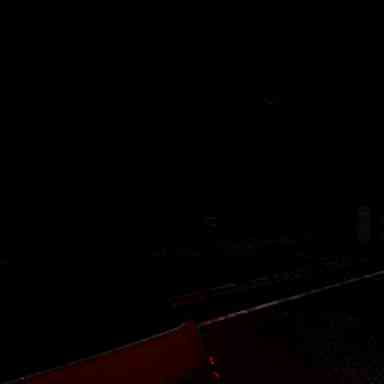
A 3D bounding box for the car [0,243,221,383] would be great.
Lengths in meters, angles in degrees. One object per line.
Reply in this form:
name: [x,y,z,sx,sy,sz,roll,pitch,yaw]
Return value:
car: [-2.017,1.355,2.241,4.553,1.767,2.097,0,0,-35]
